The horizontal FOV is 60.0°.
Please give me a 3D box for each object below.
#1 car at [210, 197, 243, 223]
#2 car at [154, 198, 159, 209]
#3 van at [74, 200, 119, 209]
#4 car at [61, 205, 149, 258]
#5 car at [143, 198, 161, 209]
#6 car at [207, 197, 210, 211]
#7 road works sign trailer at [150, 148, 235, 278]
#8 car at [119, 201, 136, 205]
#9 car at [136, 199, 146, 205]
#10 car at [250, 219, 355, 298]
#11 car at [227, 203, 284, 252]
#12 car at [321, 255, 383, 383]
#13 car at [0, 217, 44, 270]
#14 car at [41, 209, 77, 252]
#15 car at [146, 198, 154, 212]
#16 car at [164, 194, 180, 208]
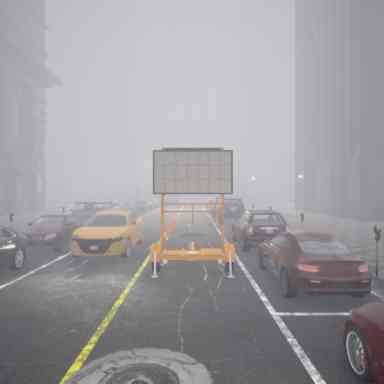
[{"bbox_3d":[2.815,1.321,25.150,2.192,1.841,5.009,0,0,0],"label":"car"},{"bbox_3d":[-5.670,1.585,42.076,1.947,1.339,4.313,0,0,0],"label":"car"},{"bbox_3d":[-5.722,1.344,19.530,1.690,1.788,3.998,0,0,0],"label":"van"},{"bbox_3d":[-3.072,1.479,12.906,1.882,1.535,5.008,0,0,0],"label":"car"},{"bbox_3d":[-5.657,1.575,47.713,2.008,1.369,4.403,0,0,0],"label":"car"},{"bbox_3d":[2.828,1.324,30.786,2.192,1.841,5.009,0,0,0],"label":"car"},{"bbox_3d":[0.023,0.465,10.138,2.380,3.560,2.880,0,0,0],"label":"road works sign trailer"},{"bbox_3d":[-5.709,1.531,24.996,1.752,1.417,4.829,0,0,0],"label":"car"},{"bbox_3d":[-5.695,1.591,30.803,1.802,1.307,4.206,0,0,0],"label":"car"},{"bbox_3d":[2.778,1.582,8.242,1.802,1.307,4.206,0,0,0],"label":"car"},{"bbox_3d":[2.790,1.441,13.878,1.967,1.590,4.097,0,0,0],"label":"car"},{"bbox_3d":[2.765,1.582,2.606,1.802,1.307,4.206,0,0,0],"label":"car"},{"bbox_3d":[-5.747,1.551,8.256,2.008,1.369,4.403,0,0,0],"label":"car"},{"bbox_3d":[-5.734,1.583,13.893,1.802,1.307,4.206,0,0,0],"label":"car"},{"bbox_3d":[-5.683,1.580,36.439,1.947,1.339,4.313,0,0,0],"label":"car"},{"bbox_3d":[-2.887,1.248,48.841,2.150,2.045,5.566,0,0,0],"label":"car"}]
